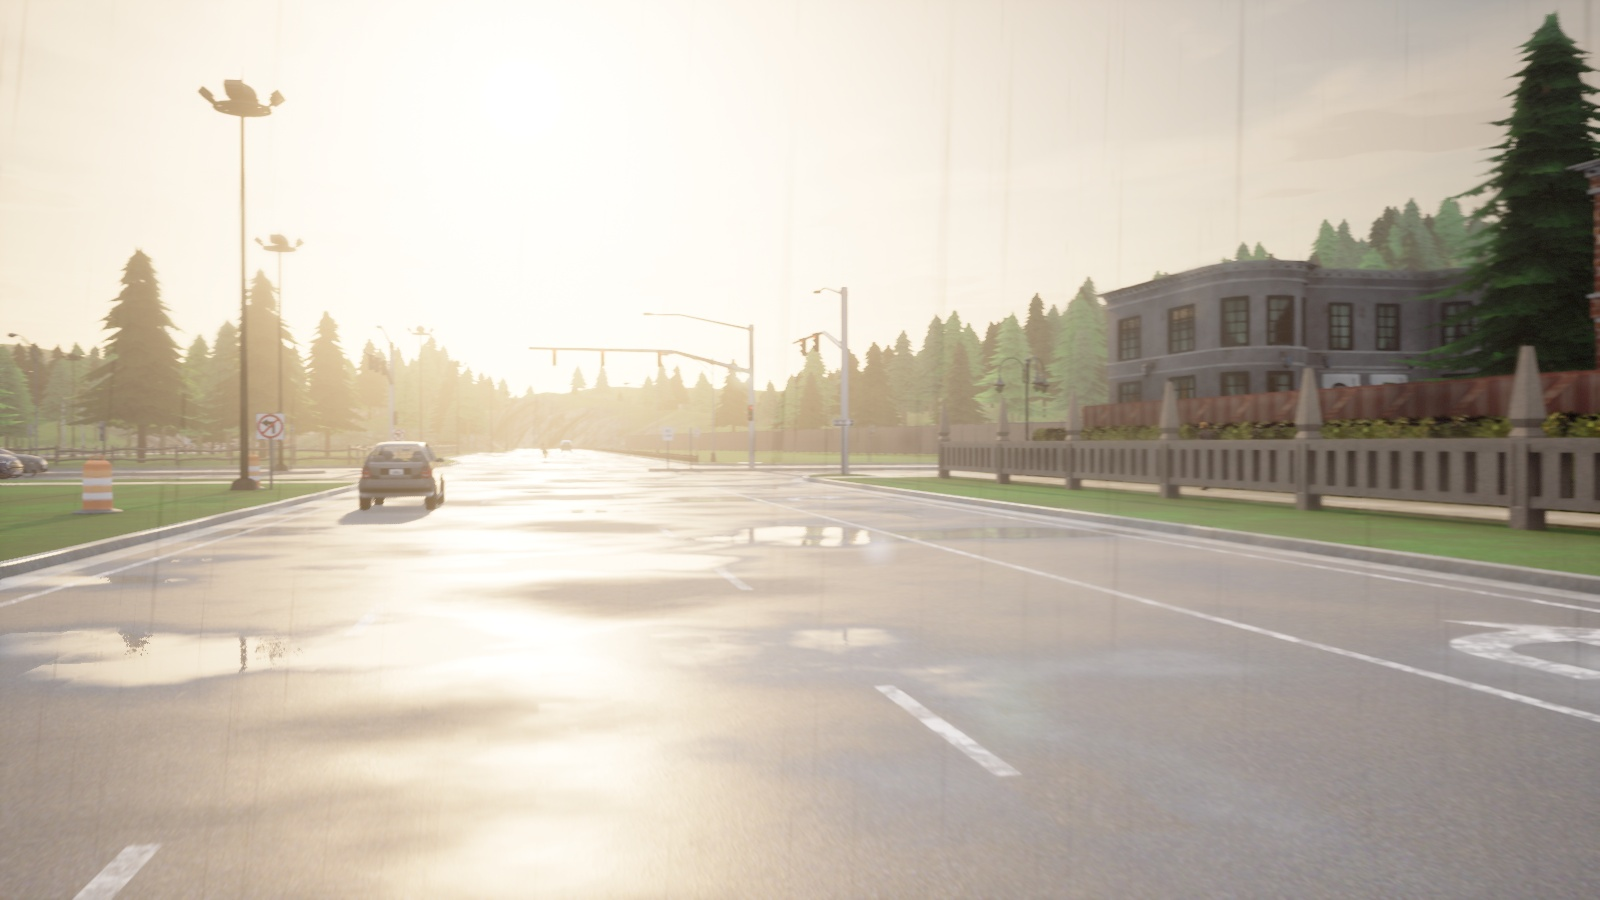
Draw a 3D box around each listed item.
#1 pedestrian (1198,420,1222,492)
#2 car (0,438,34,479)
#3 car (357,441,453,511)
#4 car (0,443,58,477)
[{"bbox_3d":[10.587,0.155,32.420,0.331,1.846,0.634,0,0,-8],"label":"pedestrian"},{"bbox_3d":[-35.955,0.359,54.140,4.553,1.767,2.097,0,0,-11],"label":"car"},{"bbox_3d":[-9.331,0.572,29.878,1.789,1.549,3.705,0,0,-11],"label":"car"},{"bbox_3d":[-37.050,0.440,57.495,4.902,1.511,2.128,0,0,-11],"label":"car"}]
